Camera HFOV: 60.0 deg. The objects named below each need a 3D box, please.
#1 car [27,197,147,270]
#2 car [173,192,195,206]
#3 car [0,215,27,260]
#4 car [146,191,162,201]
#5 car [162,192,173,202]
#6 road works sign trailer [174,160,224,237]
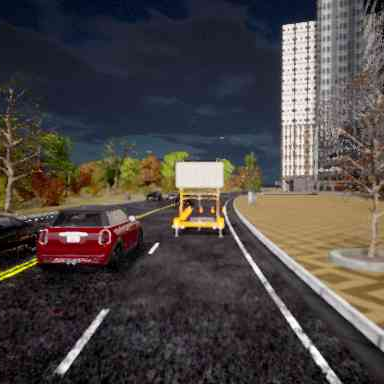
[{"bbox_3d":[-2.940,1.184,10.550,2.097,1.767,4.553,0,1,2],"label":"car"},{"bbox_3d":[-0.727,0.853,40.811,1.882,1.535,5.008,0,1,7],"label":"car"},{"bbox_3d":[-6.388,1.397,10.014,1.994,1.385,4.181,0,1,2],"label":"car"},{"bbox_3d":[-5.931,0.691,52.273,1.837,1.490,4.892,0,1,9],"label":"car"},{"bbox_3d":[-2.692,0.691,51.973,2.128,1.511,4.902,0,1,8],"label":"car"},{"bbox_3d":[0.387,0.213,16.456,2.380,3.560,2.880,0,1,4],"label":"road works sign trailer"}]
